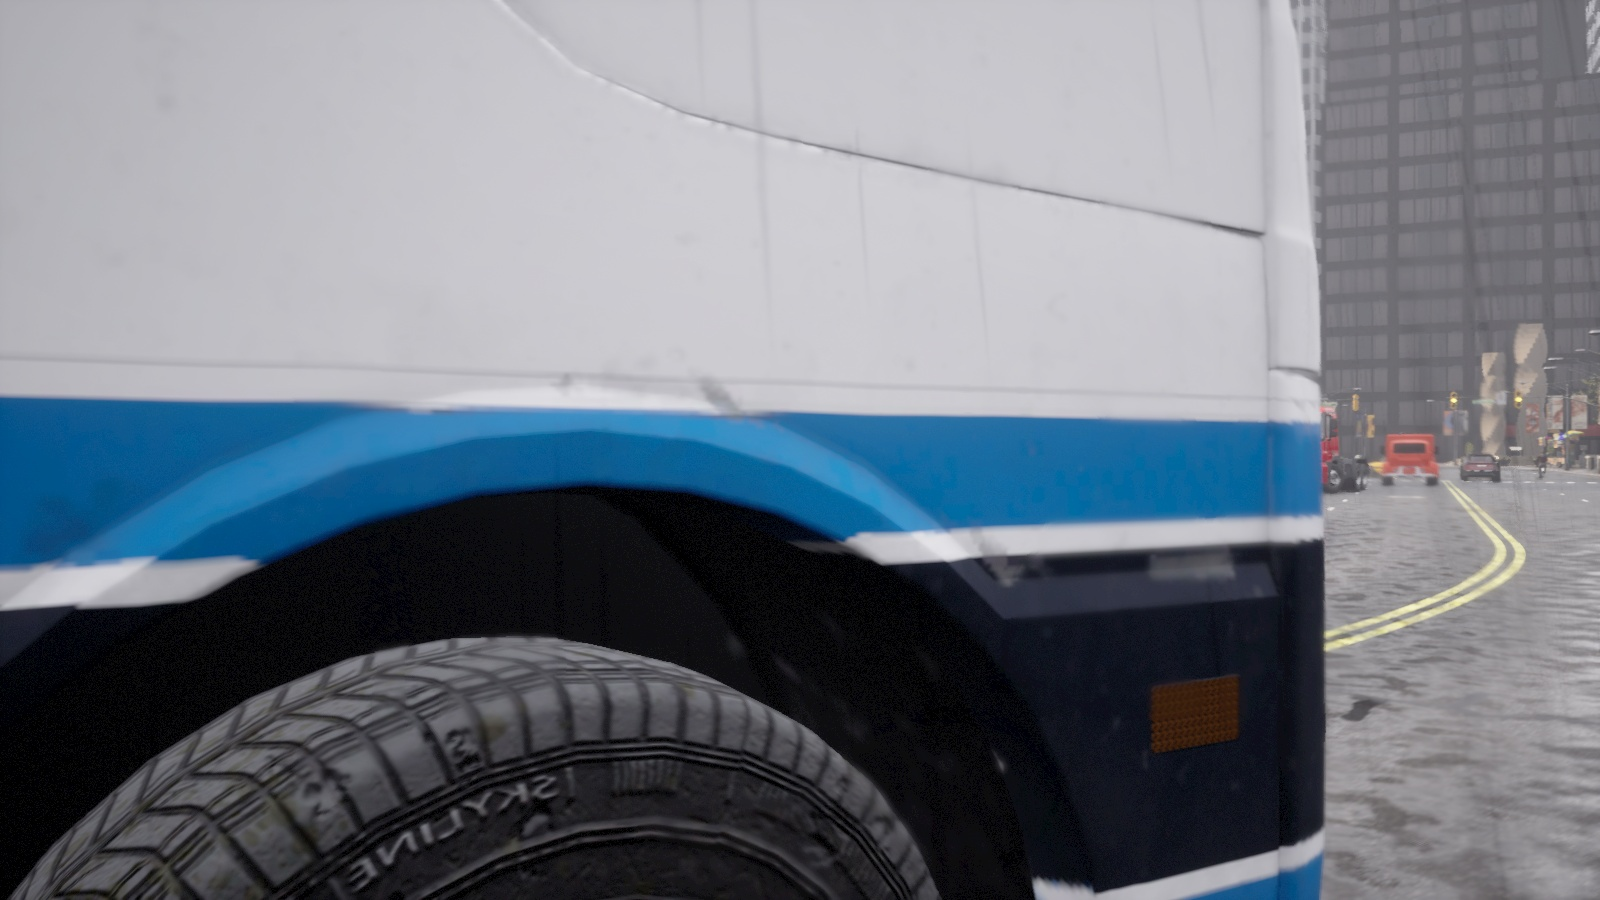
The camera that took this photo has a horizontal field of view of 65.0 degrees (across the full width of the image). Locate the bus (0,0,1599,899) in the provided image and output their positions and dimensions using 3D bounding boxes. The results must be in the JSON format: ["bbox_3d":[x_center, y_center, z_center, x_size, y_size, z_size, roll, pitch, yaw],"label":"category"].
[{"bbox_3d":[-3.616,-0.619,1.077,10.273,4.253,3.944,0,0,-31],"label":"bus"}]

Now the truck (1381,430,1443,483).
[{"bbox_3d":[29.933,0.384,61.421,2.627,2.467,5.204,0,-1,27],"label":"truck"}]

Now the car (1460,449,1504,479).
[{"bbox_3d":[39.197,0.794,72.231,2.033,1.649,4.856,0,0,26],"label":"car"}]

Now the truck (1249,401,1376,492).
[{"bbox_3d":[21.124,-0.137,51.470,2.891,3.462,7.936,0,0,37],"label":"truck"}]

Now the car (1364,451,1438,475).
[{"bbox_3d":[40.442,0.837,84.626,1.801,1.575,5.366,0,0,-9],"label":"car"}]
